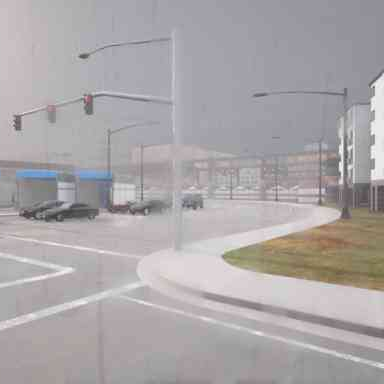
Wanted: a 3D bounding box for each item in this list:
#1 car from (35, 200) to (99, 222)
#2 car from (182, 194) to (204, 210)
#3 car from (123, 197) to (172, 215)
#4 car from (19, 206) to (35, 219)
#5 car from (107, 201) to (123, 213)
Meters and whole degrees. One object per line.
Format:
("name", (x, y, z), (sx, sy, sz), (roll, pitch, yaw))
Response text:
("car", (-9.590, 1.526, 26.544), (1.812, 1.442, 4.674), (0, 0, 36))
("car", (-0.030, 1.221, 43.744), (2.150, 2.045, 5.566), (0, 0, 16))
("car", (-4.459, 1.505, 34.031), (1.837, 1.490, 4.892), (0, 0, 30))
("car", (-12.299, 1.505, 28.770), (1.837, 1.490, 4.892), (0, 0, 36))
("car", (-7.067, 1.601, 36.378), (1.895, 1.301, 4.718), (0, 0, 30))
